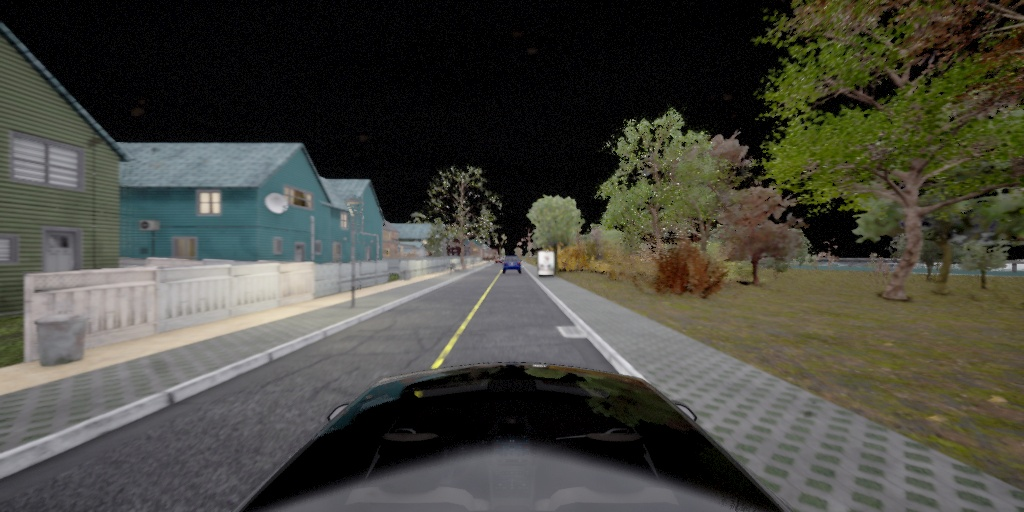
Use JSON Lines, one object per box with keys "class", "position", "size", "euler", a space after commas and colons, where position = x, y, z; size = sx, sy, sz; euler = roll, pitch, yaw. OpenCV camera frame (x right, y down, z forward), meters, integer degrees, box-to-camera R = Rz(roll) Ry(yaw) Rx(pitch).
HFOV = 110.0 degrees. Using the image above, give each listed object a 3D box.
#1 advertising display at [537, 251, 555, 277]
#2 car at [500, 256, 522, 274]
{"class": "advertising display", "position": [2.995, 0.768, 31.497], "size": [1.540, 2.440, 0.280], "euler": [0, 0, 0]}
{"class": "car", "position": [0.003, 0.965, 41.700], "size": [2.150, 2.045, 5.566], "euler": [0, 0, 0]}
